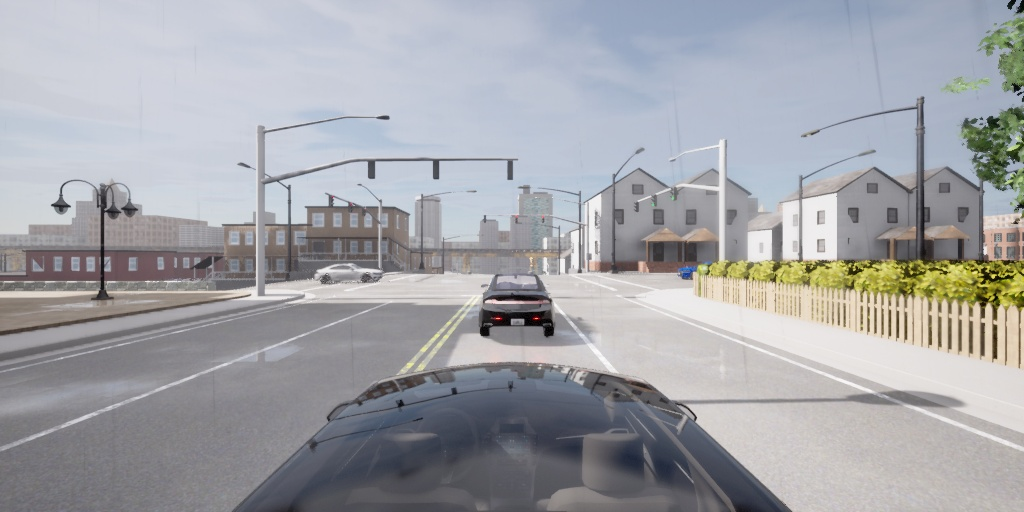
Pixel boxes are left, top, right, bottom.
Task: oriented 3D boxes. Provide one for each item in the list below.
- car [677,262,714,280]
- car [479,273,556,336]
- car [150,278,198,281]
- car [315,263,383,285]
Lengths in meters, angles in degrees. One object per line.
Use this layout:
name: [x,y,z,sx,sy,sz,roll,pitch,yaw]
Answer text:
car: [16.655,1.228,30.377,5.008,1.535,1.882,0,0,-1]
car: [0.114,1.242,10.332,2.128,1.511,4.902,0,0,0]
car: [-25.067,2.347,26.146,4.902,1.511,2.128,-9,0,-1]
car: [-11.918,1.265,26.294,4.674,1.442,1.812,-2,0,-1]
